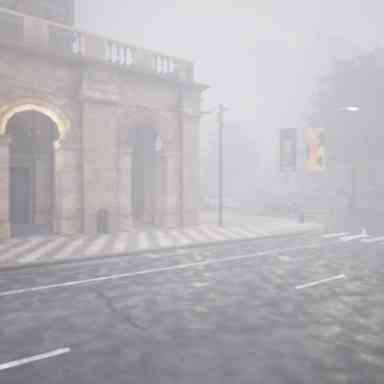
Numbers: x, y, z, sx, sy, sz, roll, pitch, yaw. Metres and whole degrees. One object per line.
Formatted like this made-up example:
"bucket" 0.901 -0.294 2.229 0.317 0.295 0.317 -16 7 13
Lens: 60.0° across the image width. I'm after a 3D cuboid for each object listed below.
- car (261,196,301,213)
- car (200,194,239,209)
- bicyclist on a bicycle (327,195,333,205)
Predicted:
"car" 10.056 1.379 37.453 2.097 1.767 4.553 0 0 -35
"car" 3.996 1.251 45.983 2.150 2.045 5.566 0 0 -35
"bicyclist on a bicycle" 22.344 1.342 53.793 1.656 1.620 0.582 0 0 -35
